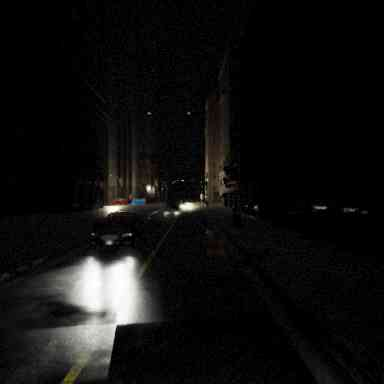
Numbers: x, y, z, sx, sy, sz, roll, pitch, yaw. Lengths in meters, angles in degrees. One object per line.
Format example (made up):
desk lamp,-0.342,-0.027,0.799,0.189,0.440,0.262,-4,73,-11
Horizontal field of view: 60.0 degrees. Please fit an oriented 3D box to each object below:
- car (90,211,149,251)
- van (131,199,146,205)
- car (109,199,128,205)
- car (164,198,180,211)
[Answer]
car,-3.098,1.652,14.900,2.128,1.511,4.902,0,-1,0
van,-14.715,2.797,92.498,3.998,1.788,1.690,0,-1,-1
car,-20.356,2.769,92.413,5.009,1.841,2.192,0,-1,-1
car,-3.068,1.924,51.794,2.150,2.045,5.566,0,-1,0
